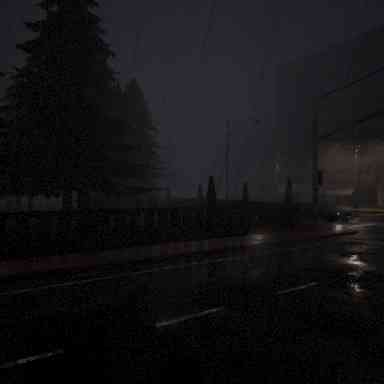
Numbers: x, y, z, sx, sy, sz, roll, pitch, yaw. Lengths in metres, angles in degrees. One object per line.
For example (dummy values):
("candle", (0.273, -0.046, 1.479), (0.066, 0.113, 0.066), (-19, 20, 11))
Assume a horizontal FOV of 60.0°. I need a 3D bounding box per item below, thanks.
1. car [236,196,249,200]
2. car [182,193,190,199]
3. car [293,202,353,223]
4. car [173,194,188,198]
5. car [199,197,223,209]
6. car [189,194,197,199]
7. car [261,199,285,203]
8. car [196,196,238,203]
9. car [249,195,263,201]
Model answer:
("car", (9.702, 1.492, 67.535), (2.033, 1.411, 5.357), (0, 0, 18))
("car", (-1.416, 0.915, 67.824), (2.097, 1.767, 4.553), (0, 0, 14))
("car", (9.670, 1.470, 25.064), (1.812, 1.442, 4.674), (0, 0, -31))
("car", (-2.276, 1.437, 52.601), (2.128, 1.511, 4.902), (0, 0, -5))
("car", (2.571, 1.422, 45.694), (1.882, 1.535, 5.008), (0, 0, -14))
("car", (1.027, 1.422, 60.400), (1.882, 1.535, 5.008), (0, 0, 6))
("car", (9.231, 1.545, 32.247), (1.895, 1.301, 4.718), (0, 0, -32))
("car", (2.640, 1.471, 36.534), (1.812, 1.442, 4.674), (0, 1, -27))
("car", (14.852, 1.469, 77.601), (1.812, 1.442, 4.674), (0, 0, 40))
